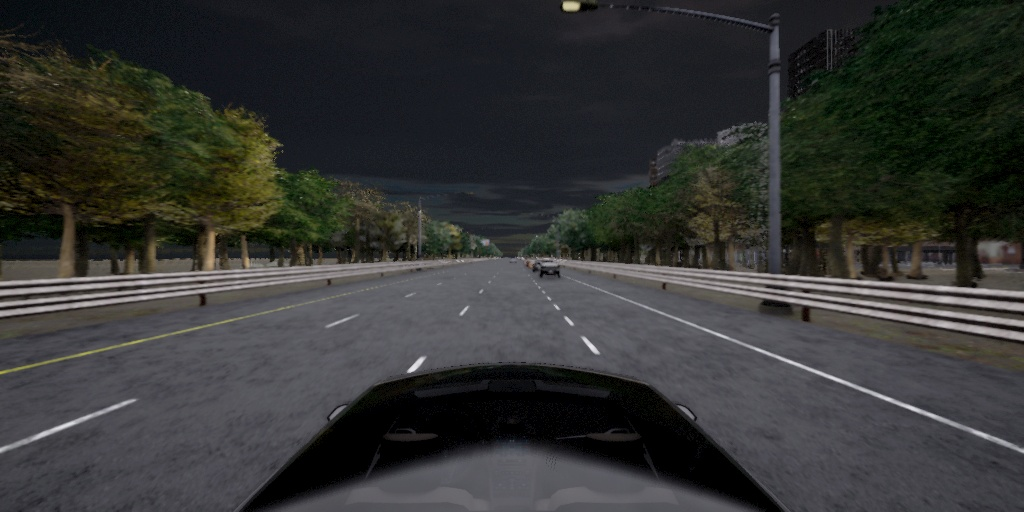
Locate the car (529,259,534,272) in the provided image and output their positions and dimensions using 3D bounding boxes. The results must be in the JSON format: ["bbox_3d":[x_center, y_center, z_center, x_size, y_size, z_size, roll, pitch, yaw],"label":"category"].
[{"bbox_3d":[3.554,1.309,45.933,1.837,1.490,4.892,0,0,0],"label":"car"}]

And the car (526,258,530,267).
[{"bbox_3d":[3.596,1.282,57.110,1.801,1.575,5.366,0,0,0],"label":"car"}]

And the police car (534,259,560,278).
[{"bbox_3d":[3.527,1.211,35.057,1.930,1.638,5.238,0,0,0],"label":"police car"}]
